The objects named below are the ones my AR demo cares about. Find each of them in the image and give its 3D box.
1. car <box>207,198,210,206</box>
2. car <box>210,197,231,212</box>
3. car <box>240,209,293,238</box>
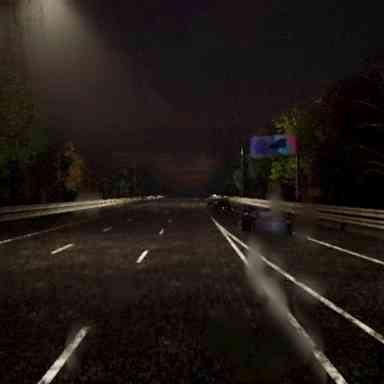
[{"bbox_3d":[3.539,1.643,57.794,2.033,1.411,5.357,0,0,0],"label":"car"},{"bbox_3d":[3.527,1.561,39.934,1.837,1.490,4.892,0,0,0],"label":"car"},{"bbox_3d":[3.818,1.569,17.627,1.994,1.385,4.181,0,0,-3],"label":"car"}]
